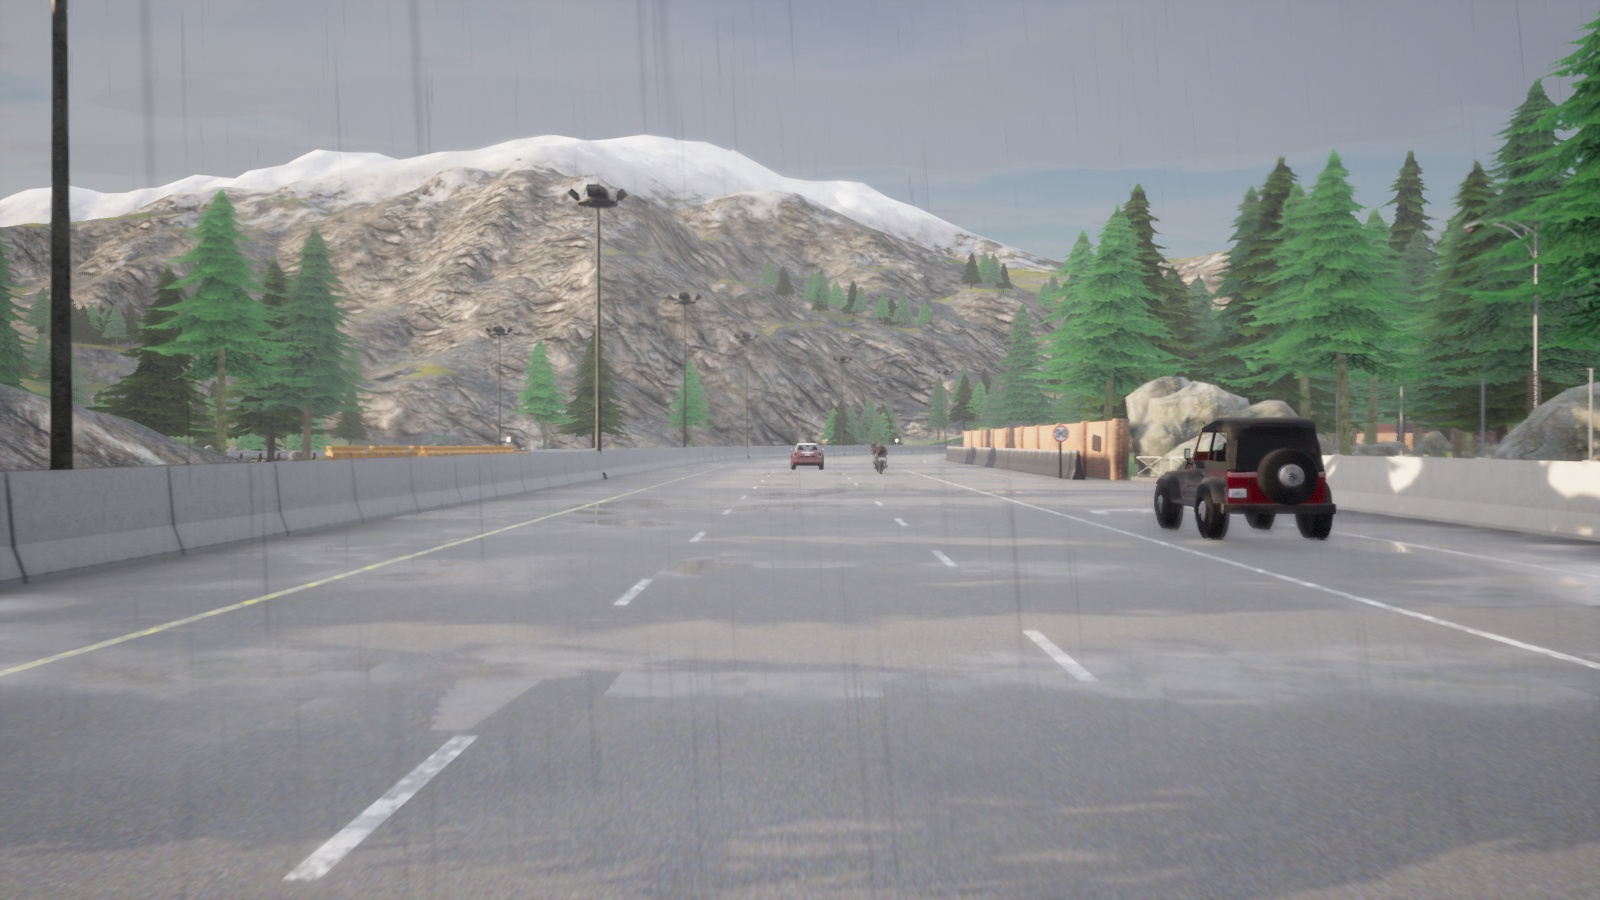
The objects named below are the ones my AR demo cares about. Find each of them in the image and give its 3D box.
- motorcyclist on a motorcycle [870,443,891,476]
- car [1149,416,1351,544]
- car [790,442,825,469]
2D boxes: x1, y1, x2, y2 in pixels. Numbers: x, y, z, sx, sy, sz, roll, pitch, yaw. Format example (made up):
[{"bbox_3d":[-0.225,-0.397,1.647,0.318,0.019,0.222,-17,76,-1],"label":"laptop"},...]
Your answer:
[{"bbox_3d":[3.860,0.443,60.535,0.866,1.530,2.191,0,0,0],"label":"motorcyclist on a motorcycle"},{"bbox_3d":[7.131,0.434,20.333,1.905,1.878,3.866,0,0,0],"label":"car"},{"bbox_3d":[0.428,0.303,72.613,1.970,1.475,3.806,0,0,0],"label":"car"}]
